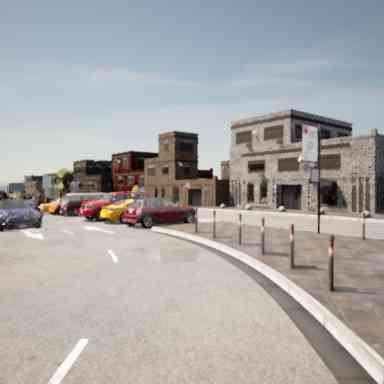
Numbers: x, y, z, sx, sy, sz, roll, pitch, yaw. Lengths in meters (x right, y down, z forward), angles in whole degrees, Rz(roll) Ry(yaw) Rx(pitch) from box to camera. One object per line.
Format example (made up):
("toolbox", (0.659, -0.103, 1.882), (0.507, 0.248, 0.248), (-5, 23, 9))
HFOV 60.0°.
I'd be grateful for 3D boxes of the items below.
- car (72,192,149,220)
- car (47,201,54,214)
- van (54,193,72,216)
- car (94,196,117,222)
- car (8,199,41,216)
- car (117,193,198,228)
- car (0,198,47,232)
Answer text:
("car", (-5.544, 1.017, 24.920), (5.566, 2.045, 2.435), (-1, 0, -39))
("car", (-11.289, 1.247, 32.141), (4.553, 1.767, 2.185), (-1, 0, -38))
("van", (-9.469, 1.108, 29.710), (4.442, 1.987, 1.878), (-1, 0, -38))
("car", (-3.697, 1.254, 22.659), (5.008, 1.535, 2.097), (-1, 0, -39))
("car", (-16.581, 1.483, 32.700), (1.882, 1.535, 5.008), (-1, 0, -39))
("car", (-1.820, 1.115, 20.274), (4.553, 1.767, 2.185), (-1, 0, -39))
("car", (-10.312, 1.221, 19.312), (2.097, 1.767, 4.553), (-1, 0, -38))
